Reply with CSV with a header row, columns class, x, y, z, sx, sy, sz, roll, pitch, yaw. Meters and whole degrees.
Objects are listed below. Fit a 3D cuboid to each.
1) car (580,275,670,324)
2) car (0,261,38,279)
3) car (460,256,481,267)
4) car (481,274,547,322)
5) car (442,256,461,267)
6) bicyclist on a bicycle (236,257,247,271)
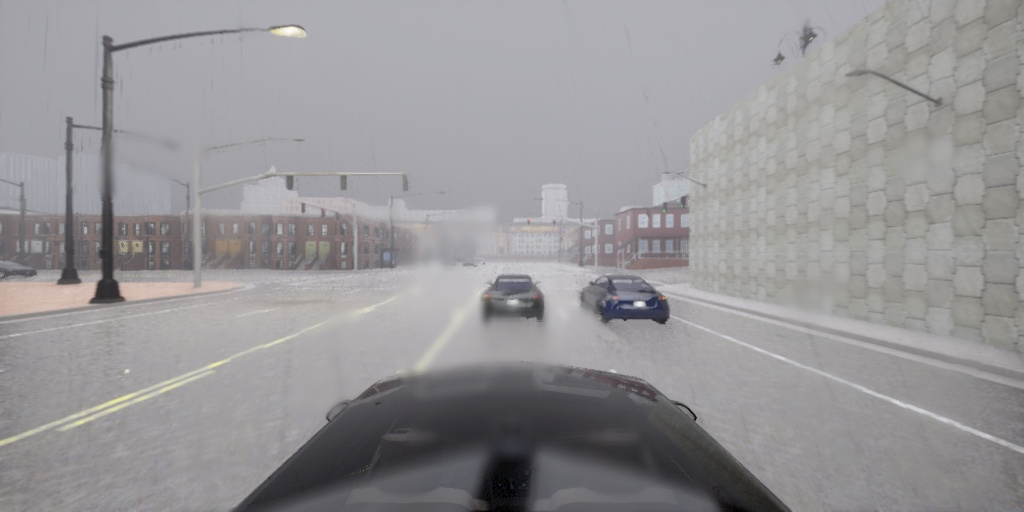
class,x,y,z,sx,sy,sz,roll,pitch,yaw
car,3.566,1.307,11.982,1.994,1.385,4.181,0,0,0
car,-42.774,1.122,29.870,4.892,1.490,1.837,0,0,0
car,-7.026,1.192,61.144,2.033,1.411,5.357,0,0,1
car,0.069,1.299,12.184,1.994,1.385,4.181,0,0,0
car,-10.524,1.185,60.972,2.033,1.411,5.357,0,0,0
bicyclist on a bicycle,-30.822,0.929,40.882,0.582,1.620,1.656,0,0,0
